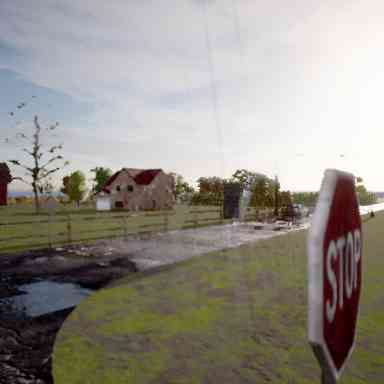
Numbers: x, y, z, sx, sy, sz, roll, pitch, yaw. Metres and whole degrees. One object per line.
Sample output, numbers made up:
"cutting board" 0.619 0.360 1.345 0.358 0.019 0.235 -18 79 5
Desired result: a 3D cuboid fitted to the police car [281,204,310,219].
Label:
"police car" 11.629 2.175 37.308 2.038 1.542 4.974 0 -1 35
